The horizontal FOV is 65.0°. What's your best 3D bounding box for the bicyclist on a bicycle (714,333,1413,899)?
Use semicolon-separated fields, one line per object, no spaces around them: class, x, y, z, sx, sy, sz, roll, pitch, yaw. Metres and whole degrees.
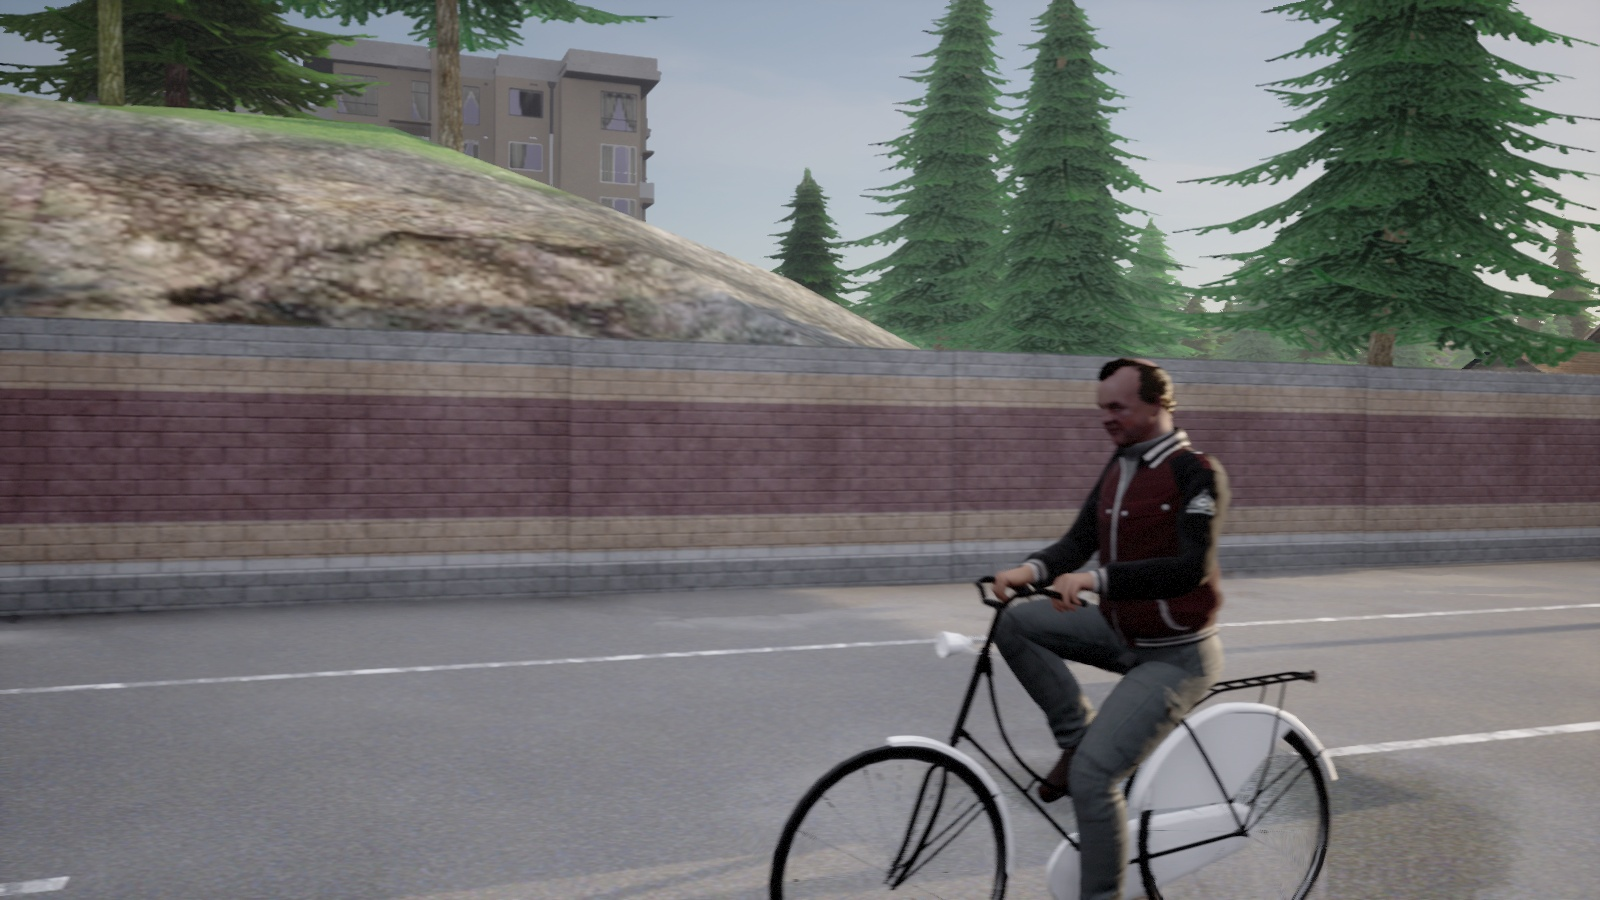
bicyclist on a bicycle;0.748;0.603;3.521;1.843;1.776;0.659;-1;1;-21
